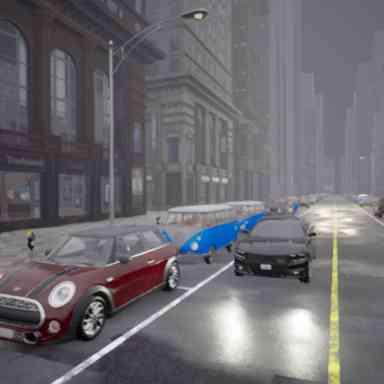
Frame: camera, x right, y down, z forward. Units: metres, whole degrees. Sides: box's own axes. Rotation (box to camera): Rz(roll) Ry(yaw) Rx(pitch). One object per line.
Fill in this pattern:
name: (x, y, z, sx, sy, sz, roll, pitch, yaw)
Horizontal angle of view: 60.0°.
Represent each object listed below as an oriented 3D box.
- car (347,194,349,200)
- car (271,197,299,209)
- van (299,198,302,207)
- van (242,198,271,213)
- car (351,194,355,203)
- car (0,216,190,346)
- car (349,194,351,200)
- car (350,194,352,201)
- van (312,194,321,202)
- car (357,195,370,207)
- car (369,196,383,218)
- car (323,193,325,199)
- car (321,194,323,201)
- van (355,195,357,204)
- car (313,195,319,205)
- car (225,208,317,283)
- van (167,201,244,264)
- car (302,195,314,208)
car: (41.842, 1.464, 85.913, 1.967, 1.590, 4.097, -1, 0, 23)
car: (7.122, 1.341, 27.229, 2.192, 1.841, 5.009, -1, 0, 23)
van: (9.363, 1.369, 32.401, 1.690, 1.788, 3.998, -1, 0, 23)
van: (2.641, 1.367, 16.885, 1.690, 1.788, 3.998, -1, 0, 23)
car: (32.878, 1.444, 65.227, 1.967, 1.590, 4.097, -1, 0, 23)
car: (-1.840, 1.467, 6.542, 1.967, 1.590, 4.097, -1, 0, 23)
car: (37.361, 1.565, 75.570, 2.008, 1.369, 4.403, -1, 0, 23)
car: (35.187, 1.534, 70.554, 1.752, 1.417, 4.829, -1, 0, 23)
van: (25.050, 1.396, 68.606, 1.690, 1.788, 3.998, -1, 0, 23)
car: (26.224, 1.515, 49.867, 1.752, 1.417, 4.829, -1, 0, 23)
car: (17.191, 1.291, 29.025, 2.192, 1.841, 5.009, -1, 0, 23)
car: (31.773, 1.385, 84.122, 2.192, 1.841, 5.009, -1, 0, 23)
car: (27.293, 1.626, 73.777, 1.947, 1.339, 4.313, -1, 0, 23)
van: (28.395, 1.335, 54.883, 1.690, 1.788, 3.998, -1, 0, 23)
car: (20.570, 1.611, 58.260, 1.947, 1.339, 4.313, -1, 0, 23)
car: (2.713, 1.487, 10.100, 1.882, 1.535, 5.008, 0, 0, 23)
van: (0.400, 1.367, 11.714, 1.690, 1.788, 3.998, -1, 0, 23)
car: (16.088, 1.581, 47.917, 1.887, 1.381, 4.507, -1, 0, 23)
